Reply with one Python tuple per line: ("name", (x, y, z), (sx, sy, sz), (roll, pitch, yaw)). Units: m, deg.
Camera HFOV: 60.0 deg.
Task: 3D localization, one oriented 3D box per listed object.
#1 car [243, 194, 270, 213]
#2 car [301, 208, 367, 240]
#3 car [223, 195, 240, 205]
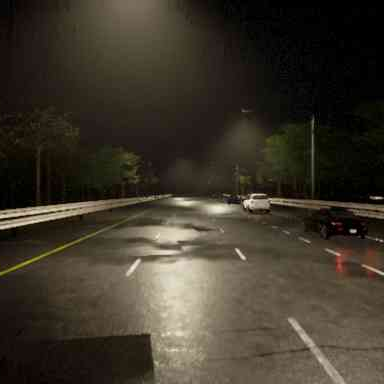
("car", (7.056, 1.242, 36.750), (2.150, 2.045, 5.566), (0, 0, 0))
("car", (7.010, 1.534, 16.762), (1.812, 1.442, 4.674), (0, 0, 0))
("car", (7.113, 1.351, 58.646), (2.097, 1.767, 4.553), (0, 0, 0))
